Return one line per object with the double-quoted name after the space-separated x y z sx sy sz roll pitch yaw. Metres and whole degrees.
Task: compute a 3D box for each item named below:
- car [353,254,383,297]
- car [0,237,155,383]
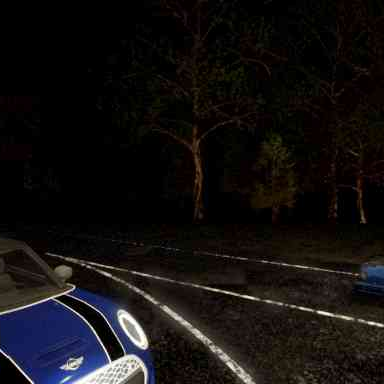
5.897 1.552 5.846 5.357 1.411 2.033 0 0 36 "car"
-2.570 1.338 3.717 4.553 1.767 2.097 1 0 36 "car"
